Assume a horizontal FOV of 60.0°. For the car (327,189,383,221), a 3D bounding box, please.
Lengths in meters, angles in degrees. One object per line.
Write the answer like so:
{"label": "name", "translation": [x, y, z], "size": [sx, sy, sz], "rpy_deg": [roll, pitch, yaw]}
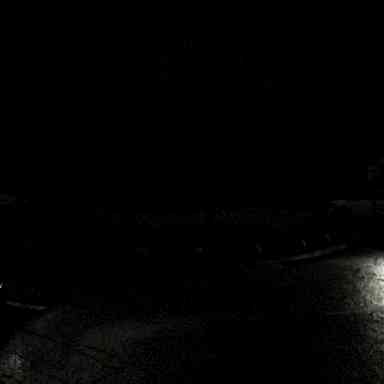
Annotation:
{"label": "car", "translation": [11.853, 0.853, 21.717], "size": [5.566, 2.045, 2.435], "rpy_deg": [-1, 0, 29]}

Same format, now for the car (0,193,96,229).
{"label": "car", "translation": [-8.727, 1.126, 21.217], "size": [2.435, 2.045, 5.566], "rpy_deg": [0, 0, 28]}

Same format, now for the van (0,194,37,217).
{"label": "van", "translation": [-16.581, 1.165, 30.106], "size": [1.878, 1.987, 4.442], "rpy_deg": [0, 0, 28]}

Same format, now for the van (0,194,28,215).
{"label": "van", "translation": [-18.556, 1.168, 32.309], "size": [1.878, 1.987, 4.442], "rpy_deg": [0, 0, 28]}

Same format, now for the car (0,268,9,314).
{"label": "car", "translation": [-5.545, 1.485, 5.759], "size": [5.008, 1.535, 1.882], "rpy_deg": [-1, 1, 20]}

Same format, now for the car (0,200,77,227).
{"label": "car", "translation": [-10.702, 1.410, 23.364], "size": [2.163, 1.488, 4.792], "rpy_deg": [0, 0, 28]}

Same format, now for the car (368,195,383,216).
{"label": "car", "translation": [16.616, 0.999, 25.526], "size": [5.366, 1.575, 1.946], "rpy_deg": [-1, 0, 30]}

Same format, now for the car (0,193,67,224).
{"label": "car", "translation": [-12.690, 1.133, 25.567], "size": [2.435, 2.045, 5.566], "rpy_deg": [0, 0, 28]}

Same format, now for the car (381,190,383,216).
{"label": "car", "translation": [9.487, 0.965, 12.634], "size": [5.566, 2.045, 2.150], "rpy_deg": [-1, 1, -41]}

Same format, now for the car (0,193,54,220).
{"label": "car", "translation": [-14.664, 1.136, 27.771], "size": [2.435, 2.045, 5.566], "rpy_deg": [0, 0, 28]}
